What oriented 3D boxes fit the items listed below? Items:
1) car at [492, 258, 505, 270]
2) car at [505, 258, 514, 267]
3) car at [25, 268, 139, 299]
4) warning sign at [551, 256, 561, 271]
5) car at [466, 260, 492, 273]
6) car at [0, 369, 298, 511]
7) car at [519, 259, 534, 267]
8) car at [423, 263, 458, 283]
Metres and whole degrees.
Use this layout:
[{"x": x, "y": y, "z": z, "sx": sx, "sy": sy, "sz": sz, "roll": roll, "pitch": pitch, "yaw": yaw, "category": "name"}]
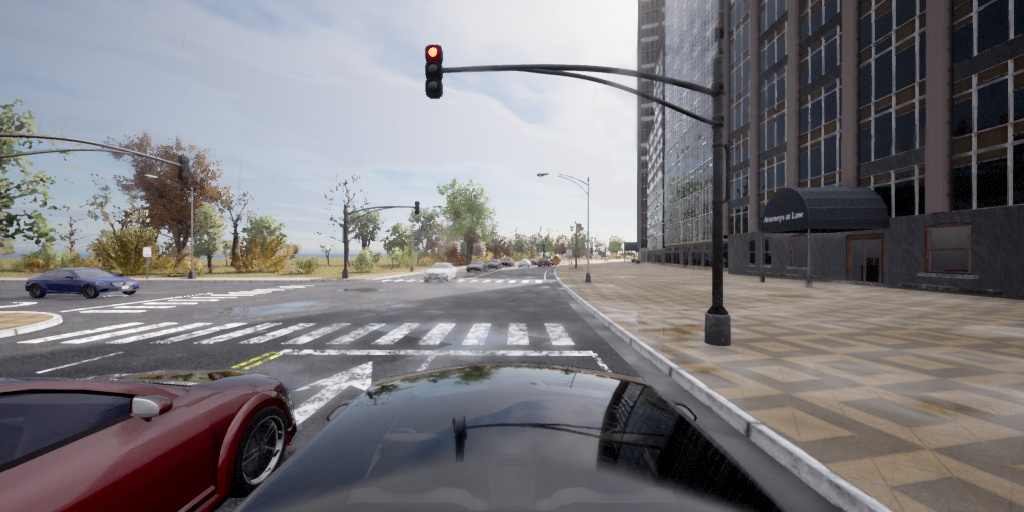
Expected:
[{"x": -2.738, "y": 1.254, "z": 54.087, "sx": 1.837, "sy": 1.490, "sz": 4.892, "roll": 0, "pitch": 0, "yaw": 8, "category": "car"}, {"x": -0.933, "y": 1.106, "z": 65.259, "sx": 2.097, "sy": 1.767, "sz": 4.553, "roll": 0, "pitch": 0, "yaw": 10, "category": "car"}, {"x": -21.674, "y": 1.322, "z": 18.105, "sx": 4.674, "sy": 1.442, "sz": 1.812, "roll": 0, "pitch": 0, "yaw": 4, "category": "car"}, {"x": 5.397, "y": 0.868, "z": 43.986, "sx": 1.300, "sy": 1.860, "sz": 1.060, "roll": 0, "pitch": 0, "yaw": 7, "category": "warning sign"}, {"x": -4.140, "y": 1.296, "z": 43.349, "sx": 2.033, "sy": 1.411, "sz": 5.357, "roll": 0, "pitch": 0, "yaw": 6, "category": "car"}, {"x": -3.108, "y": 1.314, "z": 1.836, "sx": 1.994, "sy": 1.385, "sz": 4.181, "roll": 0, "pitch": 0, "yaw": 0, "category": "car"}, {"x": 2.408, "y": 1.282, "z": 64.462, "sx": 1.812, "sy": 1.442, "sz": 4.674, "roll": 0, "pitch": 0, "yaw": 9, "category": "car"}, {"x": -5.560, "y": 1.272, "z": 28.455, "sx": 1.812, "sy": 1.442, "sz": 4.674, "roll": 0, "pitch": 0, "yaw": 4, "category": "car"}]
